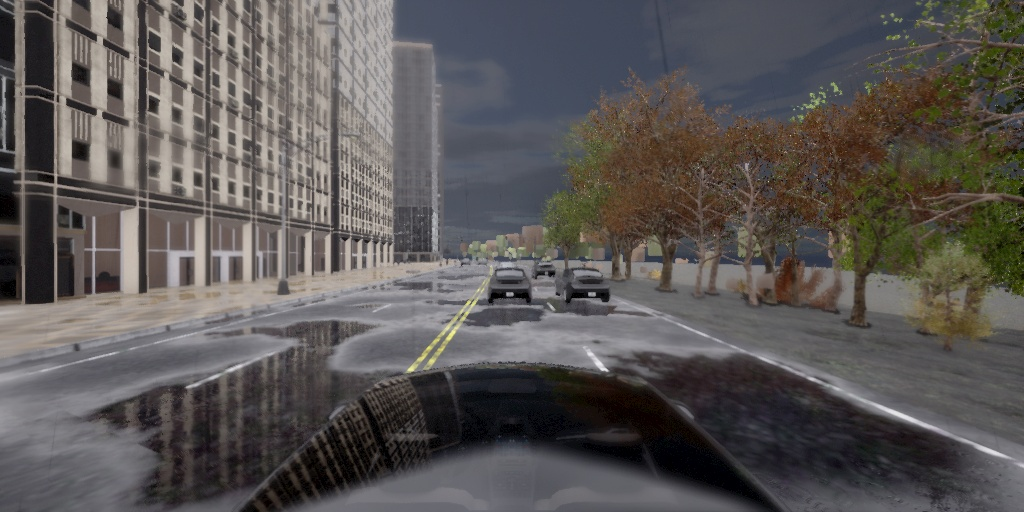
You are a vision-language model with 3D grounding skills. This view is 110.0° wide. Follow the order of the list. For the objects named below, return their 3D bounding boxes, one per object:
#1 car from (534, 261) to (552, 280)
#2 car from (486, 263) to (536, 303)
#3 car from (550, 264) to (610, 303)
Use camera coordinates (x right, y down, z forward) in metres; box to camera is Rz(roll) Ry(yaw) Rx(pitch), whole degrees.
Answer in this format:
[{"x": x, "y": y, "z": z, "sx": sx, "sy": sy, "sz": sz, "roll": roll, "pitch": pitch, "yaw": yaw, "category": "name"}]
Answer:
[{"x": 2.741, "y": 1.222, "z": 31.693, "sx": 1.837, "sy": 1.490, "sz": 4.892, "roll": -3, "pitch": -2, "yaw": -2, "category": "car"}, {"x": -0.120, "y": 1.264, "z": 16.556, "sx": 1.837, "sy": 1.490, "sz": 4.892, "roll": 0, "pitch": 0, "yaw": -1, "category": "car"}, {"x": 3.130, "y": 1.265, "z": 16.607, "sx": 1.837, "sy": 1.490, "sz": 4.892, "roll": 0, "pitch": 0, "yaw": -1, "category": "car"}]
